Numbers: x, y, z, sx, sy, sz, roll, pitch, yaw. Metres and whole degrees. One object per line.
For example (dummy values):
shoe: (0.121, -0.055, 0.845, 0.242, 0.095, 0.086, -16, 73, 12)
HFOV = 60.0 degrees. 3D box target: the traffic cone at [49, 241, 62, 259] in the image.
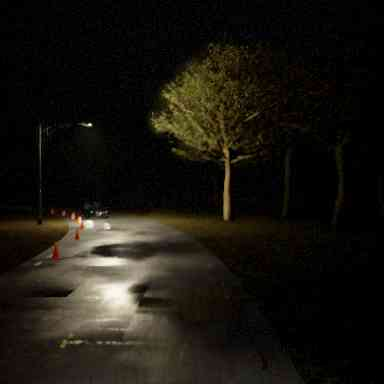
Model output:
traffic cone: (-4.869, 2.063, 11.885, 0.340, 0.580, 0.340, 0, 0, -8)

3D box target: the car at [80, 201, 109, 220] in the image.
car: (-9.043, 1.662, 30.597, 1.837, 1.490, 4.892, 0, 0, -29)

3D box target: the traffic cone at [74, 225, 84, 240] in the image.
traffic cone: (-5.724, 2.091, 16.587, 0.340, 0.580, 0.340, 0, 0, -13)

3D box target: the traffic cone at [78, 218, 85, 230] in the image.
traffic cone: (-6.991, 2.108, 21.195, 0.340, 0.580, 0.340, 0, 0, -18)

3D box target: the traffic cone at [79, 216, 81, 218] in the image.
traffic cone: (-8.660, 2.116, 25.674, 0.340, 0.580, 0.340, 0, 0, -23)

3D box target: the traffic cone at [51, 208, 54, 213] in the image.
traffic cone: (-15.932, 2.123, 37.989, 0.340, 0.580, 0.340, 0, 0, -38)
